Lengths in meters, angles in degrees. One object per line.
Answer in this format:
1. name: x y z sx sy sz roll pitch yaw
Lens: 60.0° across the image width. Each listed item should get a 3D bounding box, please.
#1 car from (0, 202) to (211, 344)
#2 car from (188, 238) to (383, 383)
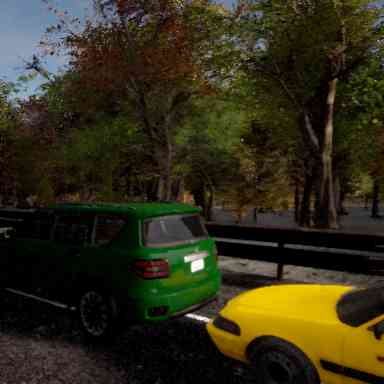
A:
1. car: -2.107 1.214 6.650 5.566 2.045 2.150 0 0 35
2. car: 2.685 1.457 3.246 5.366 1.575 1.801 0 0 36
